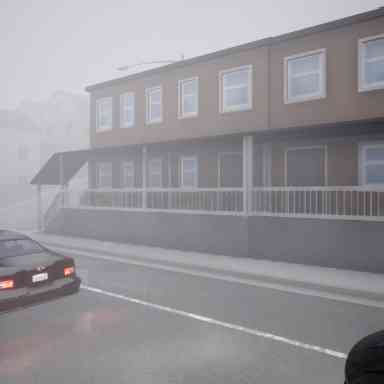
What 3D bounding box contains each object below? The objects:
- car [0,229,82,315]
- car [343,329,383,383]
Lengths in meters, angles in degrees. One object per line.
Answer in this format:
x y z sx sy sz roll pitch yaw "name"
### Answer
-4.709 1.547 7.320 5.357 1.411 2.033 0 0 36 "car"
3.417 1.478 1.551 5.008 1.535 1.882 0 0 35 "car"
